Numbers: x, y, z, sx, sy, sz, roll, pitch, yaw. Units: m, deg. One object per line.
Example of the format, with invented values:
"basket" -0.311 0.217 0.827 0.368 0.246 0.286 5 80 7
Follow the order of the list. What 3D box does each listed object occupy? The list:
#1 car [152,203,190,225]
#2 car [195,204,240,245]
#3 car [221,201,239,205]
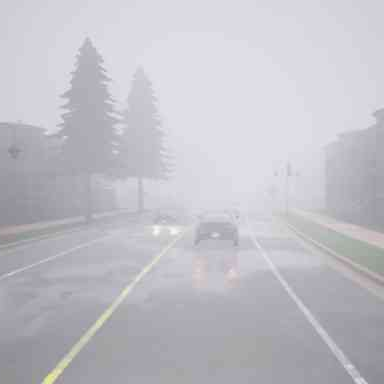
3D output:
"car" -1.383 1.501 24.115 2.033 1.411 5.357 0 0 9
"car" 1.191 1.501 15.272 1.812 1.442 4.674 0 0 7
"car" 3.622 1.552 32.548 1.895 1.301 4.718 0 0 9
